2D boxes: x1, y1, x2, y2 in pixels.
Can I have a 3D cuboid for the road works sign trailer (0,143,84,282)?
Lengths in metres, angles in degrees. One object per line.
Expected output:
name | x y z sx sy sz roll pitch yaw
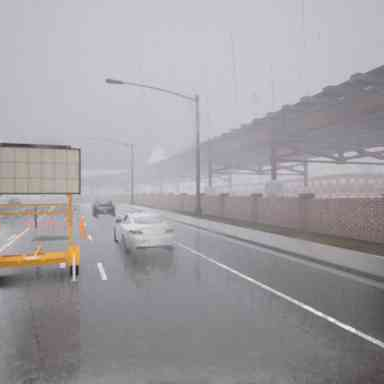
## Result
road works sign trailer | -4.385 0.468 9.352 2.380 3.560 2.880 0 0 -20

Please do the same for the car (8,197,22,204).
car | -28.910 1.594 54.324 2.033 1.411 5.357 0 -1 -27

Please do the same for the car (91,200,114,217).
car | -8.321 1.501 31.141 2.128 1.511 4.902 0 0 -20

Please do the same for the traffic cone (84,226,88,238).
traffic cone | -5.331 1.961 16.445 0.340 0.580 0.340 0 0 -20

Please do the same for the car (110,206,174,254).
car | -2.040 1.529 13.500 1.812 1.442 4.674 0 0 -20
